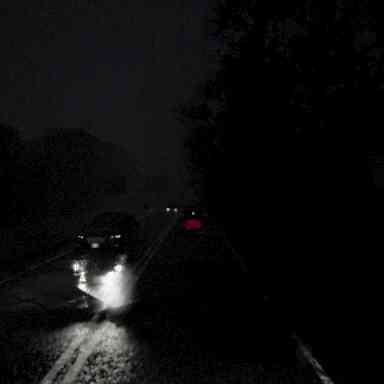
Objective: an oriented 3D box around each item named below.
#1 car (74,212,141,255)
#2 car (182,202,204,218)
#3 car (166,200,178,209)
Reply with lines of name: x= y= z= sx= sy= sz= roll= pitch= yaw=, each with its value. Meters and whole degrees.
car: x=-3.345 y=1.600 z=13.932 sx=2.128 sy=1.511 sz=4.902 roll=0 pitch=0 yaw=0
car: x=0.129 y=1.782 z=33.753 sx=1.837 sy=1.490 sz=4.892 roll=0 pitch=0 yaw=0
car: x=-3.253 y=1.997 z=55.799 sx=2.033 sy=1.411 sz=5.357 roll=0 pitch=0 yaw=1
